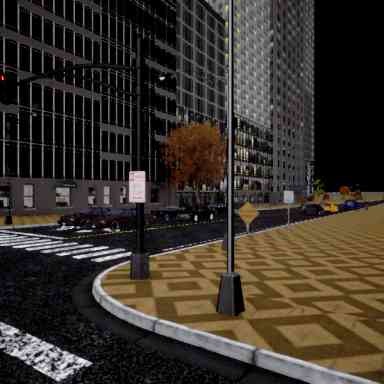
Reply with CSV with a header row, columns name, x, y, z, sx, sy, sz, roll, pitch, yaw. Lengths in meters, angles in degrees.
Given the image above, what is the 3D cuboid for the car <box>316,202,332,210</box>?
name,x,y,z,sx,sy,sz,roll,pitch,yaw
car,25.762,2.728,64.794,2.128,1.511,4.902,0,-1,33

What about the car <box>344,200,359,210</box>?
name,x,y,z,sx,sy,sz,roll,pitch,yaw
car,31.486,2.537,65.760,2.150,2.045,5.566,0,-1,33

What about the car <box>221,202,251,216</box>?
name,x,y,z,sx,sy,sz,roll,pitch,yaw
car,5.872,2.034,40.275,2.097,1.767,4.553,0,-1,33

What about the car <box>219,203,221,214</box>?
name,x,y,z,sx,sy,sz,roll,pitch,yaw
car,3.068,2.167,41.924,2.128,1.511,4.902,0,-1,33

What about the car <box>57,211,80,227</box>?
name,x,y,z,sx,sy,sz,roll,pitch,yaw
car,-7.526,1.873,25.506,2.033,1.411,5.357,0,-1,33

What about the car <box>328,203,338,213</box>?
name,x,y,z,sx,sy,sz,roll,pitch,yaw
car,21.890,2.510,52.969,1.882,1.535,5.008,0,-1,33

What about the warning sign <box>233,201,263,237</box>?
name,x,y,z,sx,sy,sz,roll,pitch,yaw
warning sign,3.122,1.454,18.553,1.300,1.860,1.060,1,1,33

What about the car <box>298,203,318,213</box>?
name,x,y,z,sx,sy,sz,roll,pitch,yaw
car,18.991,2.509,54.285,2.128,1.511,4.902,0,-1,33

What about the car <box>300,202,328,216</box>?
name,x,y,z,sx,sy,sz,roll,pitch,yaw
car,16.294,2.354,44.203,1.837,1.490,4.892,0,-1,33

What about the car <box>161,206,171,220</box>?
name,x,y,z,sx,sy,sz,roll,pitch,yaw
car,-2.330,2.098,33.567,1.895,1.301,4.718,0,-1,33

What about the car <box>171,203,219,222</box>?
name,x,y,z,sx,sy,sz,roll,pitch,yaw
car,0.404,2.006,31.810,1.837,1.490,4.892,0,-1,33

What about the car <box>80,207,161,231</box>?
name,x,y,z,sx,sy,sz,roll,pitch,yaw
car,-4.874,1.874,23.623,2.033,1.411,5.357,0,-1,33
